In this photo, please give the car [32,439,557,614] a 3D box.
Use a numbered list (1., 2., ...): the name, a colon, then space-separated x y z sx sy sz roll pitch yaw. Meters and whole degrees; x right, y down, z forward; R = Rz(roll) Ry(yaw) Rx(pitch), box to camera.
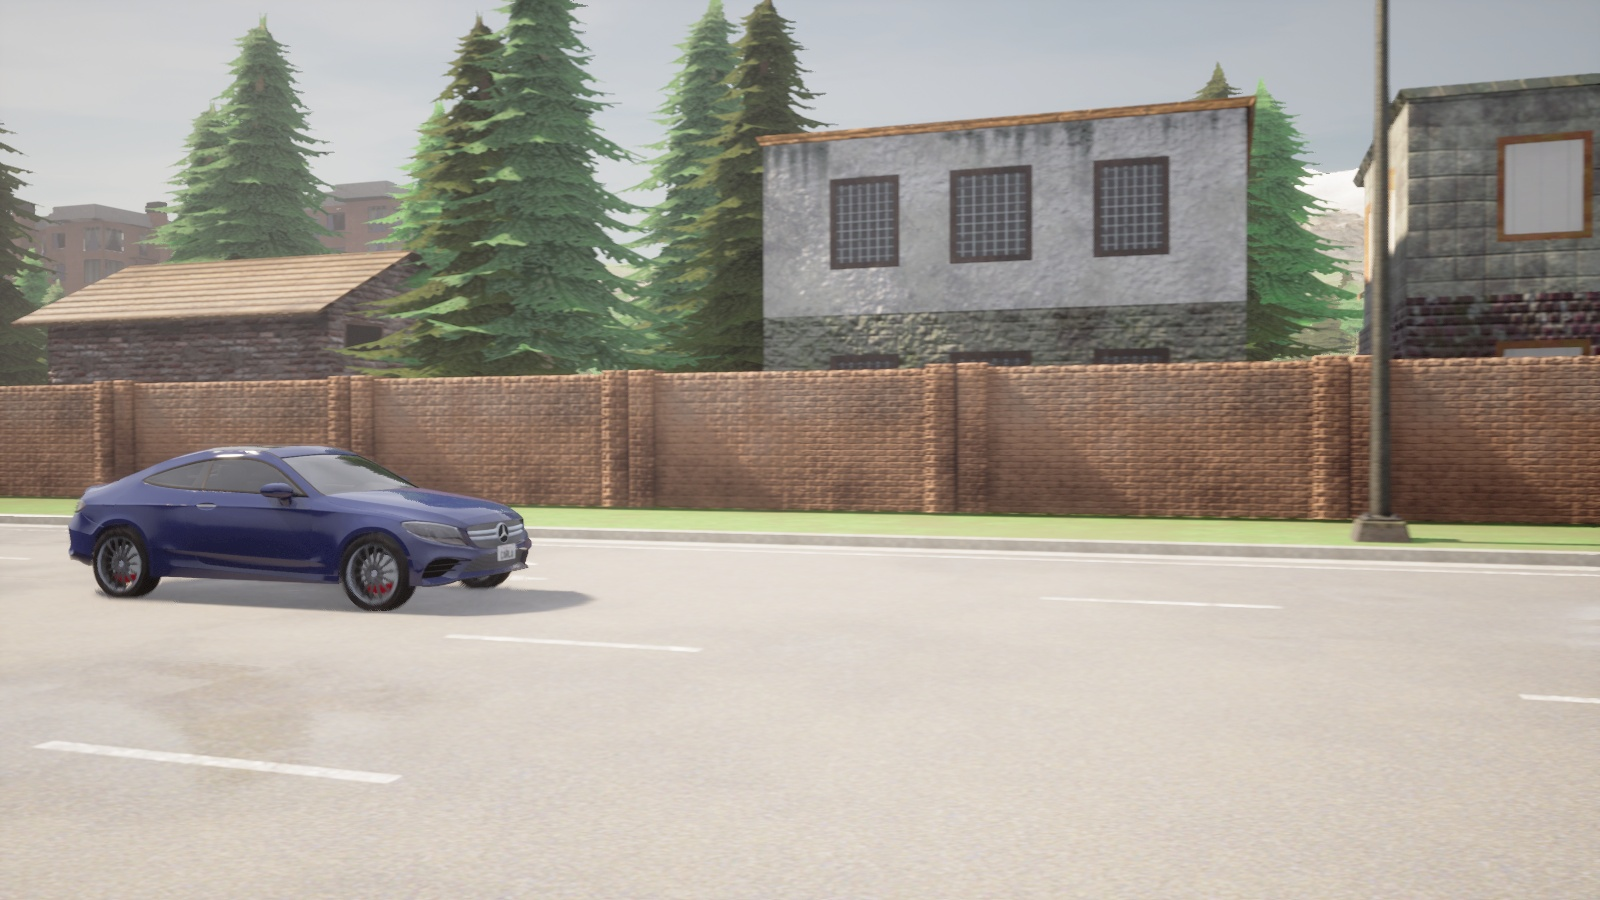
1. car: -4.894 0.638 12.224 4.674 1.442 1.812 1 1 19
